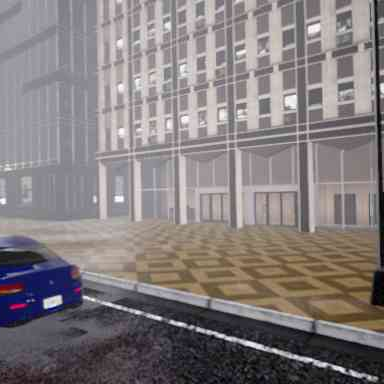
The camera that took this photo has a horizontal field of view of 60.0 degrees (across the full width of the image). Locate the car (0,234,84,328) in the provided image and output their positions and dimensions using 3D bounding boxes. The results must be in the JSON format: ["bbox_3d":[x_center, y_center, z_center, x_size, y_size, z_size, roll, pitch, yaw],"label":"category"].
[{"bbox_3d":[-4.072,1.578,6.592,4.674,1.442,1.812,0,0,35],"label":"car"}]
